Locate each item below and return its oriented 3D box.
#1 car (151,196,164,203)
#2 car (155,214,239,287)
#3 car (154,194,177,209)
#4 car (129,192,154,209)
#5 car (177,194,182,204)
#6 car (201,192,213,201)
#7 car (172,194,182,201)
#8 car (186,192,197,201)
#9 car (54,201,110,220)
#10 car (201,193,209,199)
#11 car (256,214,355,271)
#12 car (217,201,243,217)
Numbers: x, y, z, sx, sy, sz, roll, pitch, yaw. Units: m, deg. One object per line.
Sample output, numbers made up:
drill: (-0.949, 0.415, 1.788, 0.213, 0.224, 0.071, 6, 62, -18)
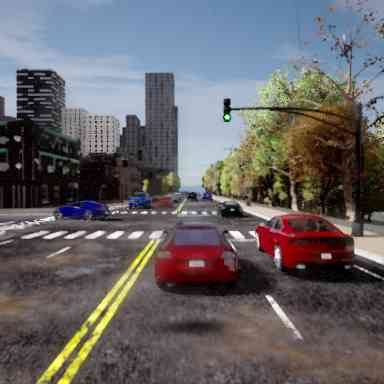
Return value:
car: (-6.505, 1.356, 62.574, 1.895, 1.301, 4.718, 0, 0, 0)
car: (0.103, 1.529, 9.275, 1.994, 1.385, 4.181, 0, 0, 0)
car: (-3.334, 1.314, 42.240, 1.882, 1.535, 5.008, 0, 1, 0)
car: (-6.582, 1.050, 42.484, 2.150, 2.045, 5.566, 0, 1, 0)
car: (-3.274, 1.314, 59.735, 2.033, 1.411, 5.357, 0, 0, 0)
car: (3.250, 0.935, 71.760, 2.150, 2.045, 5.566, 0, 0, 0)
car: (-3.247, 1.240, 74.042, 2.033, 1.411, 5.357, 0, 0, 0)
car: (0.000, 0.935, 71.760, 2.150, 2.045, 5.566, 0, 0, 0)
car: (-8.698, 1.439, 26.322, 4.674, 1.442, 1.812, -1, 0, 21)
car: (3.251, 1.032, 82.149, 1.812, 1.442, 4.674, 0, 0, 0)
car: (3.349, 1.436, 10.759, 1.882, 1.535, 5.008, 0, 0, 0)
car: (3.354, 1.450, 29.660, 1.994, 1.385, 4.181, 0, 0, 0)
